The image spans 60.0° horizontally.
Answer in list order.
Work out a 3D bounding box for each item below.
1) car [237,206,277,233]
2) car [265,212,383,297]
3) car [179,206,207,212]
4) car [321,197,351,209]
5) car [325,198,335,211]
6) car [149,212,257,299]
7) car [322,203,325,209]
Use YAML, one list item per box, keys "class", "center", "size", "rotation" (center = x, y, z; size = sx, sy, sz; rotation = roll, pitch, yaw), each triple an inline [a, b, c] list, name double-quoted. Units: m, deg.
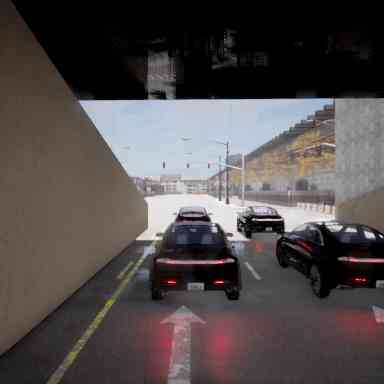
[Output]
- class: "car"
  center: [3.539, 1.491, 17.721]
  size: [2.128, 1.511, 4.902]
  rotation: [0, 0, 0]
- class: "car"
  center: [3.559, 1.492, 8.588]
  size: [2.128, 1.511, 4.902]
  rotation: [0, 0, 0]
- class: "car"
  center: [0.041, 1.505, 17.546]
  size: [1.837, 1.490, 4.892]
  rotation: [0, 0, 0]
- class: "car"
  center: [17.442, 1.295, 40.153]
  size: [1.853, 1.218, 4.536]
  rotation: [0, 0, 45]
- class: "car"
  center: [17.316, 1.452, 35.509]
  size: [2.038, 1.542, 4.974]
  rotation: [0, 0, -35]
- class: "car"
  center: [0.063, 1.492, 8.425]
  size: [2.128, 1.511, 4.902]
  rotation: [0, 0, 0]
- class: "car"
  center: [17.405, 1.452, 40.116]
  size: [2.038, 1.542, 4.974]
  rotation: [0, 0, 45]
